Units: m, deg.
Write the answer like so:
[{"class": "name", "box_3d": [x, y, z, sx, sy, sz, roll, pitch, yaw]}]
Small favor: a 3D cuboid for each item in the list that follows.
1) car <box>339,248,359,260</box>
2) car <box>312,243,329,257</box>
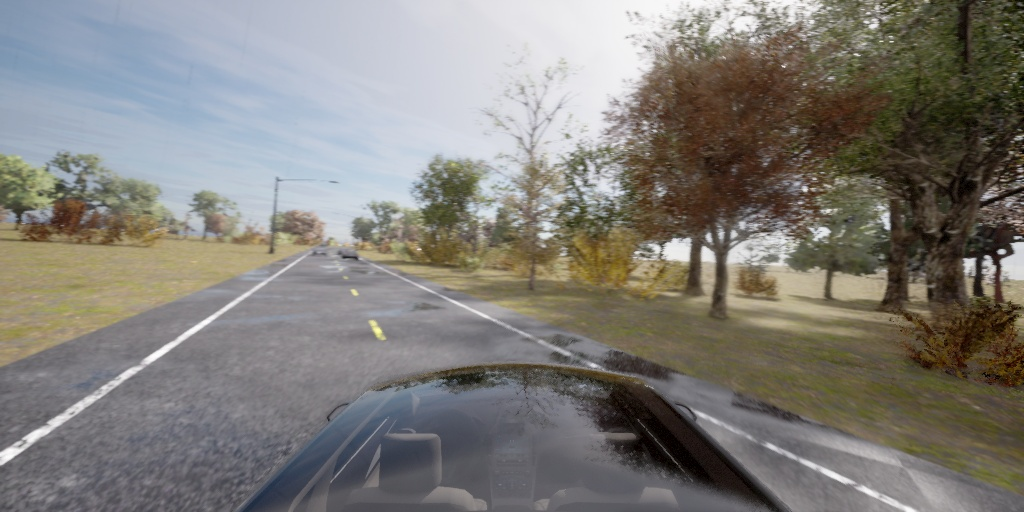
[{"class": "car", "box_3d": [-21.705, -0.221, 48.114, 1.994, 1.385, 4.181, 4, 0, -28]}, {"class": "car", "box_3d": [-27.643, -0.720, 51.657, 2.128, 1.511, 4.902, 4, 0, -27]}]
